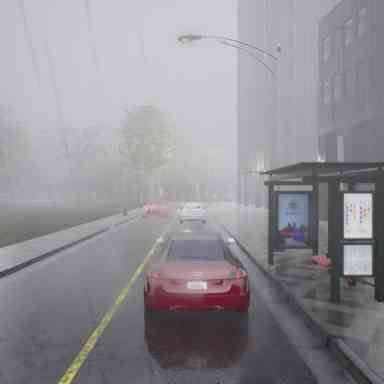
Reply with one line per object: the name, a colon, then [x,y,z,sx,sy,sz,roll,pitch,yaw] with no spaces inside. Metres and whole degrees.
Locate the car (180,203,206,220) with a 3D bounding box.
car: [0.055,1.563,25.036,1.812,1.442,4.674,0,0,0]

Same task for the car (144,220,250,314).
car: [0.086,1.572,7.704,1.994,1.385,4.181,0,0,0]

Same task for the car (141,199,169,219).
car: [-3.151,1.395,29.253,2.097,1.767,4.553,0,0,0]
